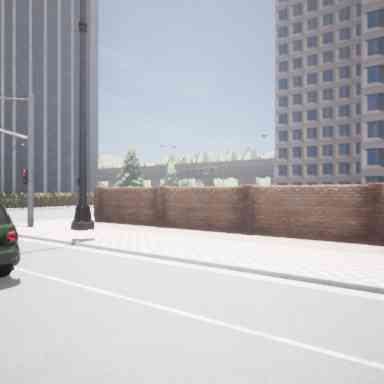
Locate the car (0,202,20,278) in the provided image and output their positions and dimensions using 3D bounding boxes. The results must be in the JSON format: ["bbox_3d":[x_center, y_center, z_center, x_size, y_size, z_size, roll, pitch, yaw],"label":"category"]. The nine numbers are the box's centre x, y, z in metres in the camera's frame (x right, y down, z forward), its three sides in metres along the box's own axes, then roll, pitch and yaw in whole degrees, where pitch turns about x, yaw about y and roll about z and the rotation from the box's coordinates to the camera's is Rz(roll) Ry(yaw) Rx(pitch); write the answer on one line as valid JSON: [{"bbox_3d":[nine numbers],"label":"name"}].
[{"bbox_3d":[-6.785,1.204,8.818,5.566,2.045,2.150,0,0,35],"label":"car"}]
